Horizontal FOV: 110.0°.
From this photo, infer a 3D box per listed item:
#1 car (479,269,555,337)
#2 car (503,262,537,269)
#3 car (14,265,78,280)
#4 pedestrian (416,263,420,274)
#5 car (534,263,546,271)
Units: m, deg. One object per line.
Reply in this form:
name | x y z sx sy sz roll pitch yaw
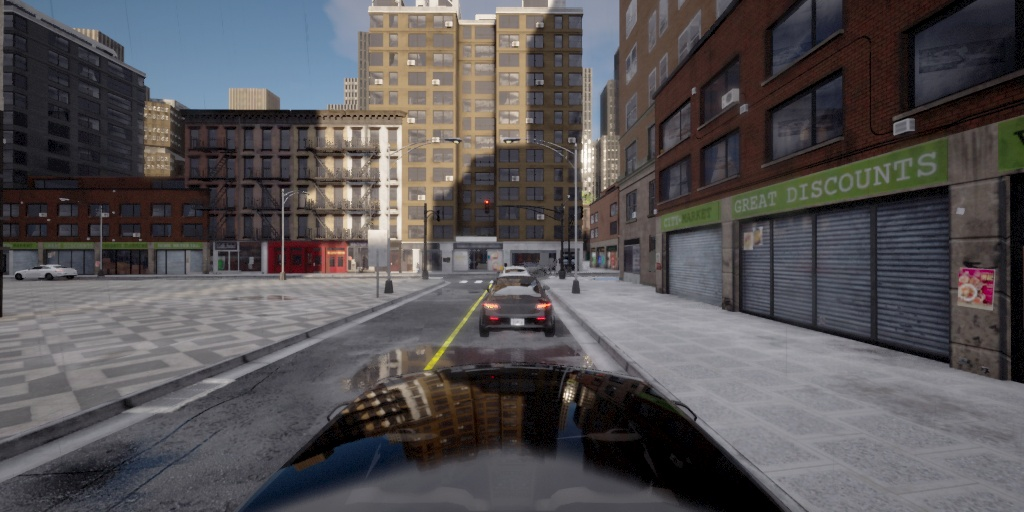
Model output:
car | 0.121 1.275 10.135 1.812 1.442 4.674 0 0 0
car | 0.148 1.270 19.915 1.812 1.442 4.674 0 0 -1
car | -45.305 1.579 34.921 4.674 1.442 1.812 0 0 0
pedestrian | -10.044 0.970 38.334 0.375 1.860 0.375 0 0 -1
car | 1.313 1.289 35.402 4.181 1.385 1.994 0 0 -1
